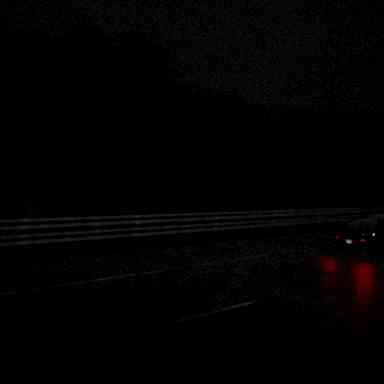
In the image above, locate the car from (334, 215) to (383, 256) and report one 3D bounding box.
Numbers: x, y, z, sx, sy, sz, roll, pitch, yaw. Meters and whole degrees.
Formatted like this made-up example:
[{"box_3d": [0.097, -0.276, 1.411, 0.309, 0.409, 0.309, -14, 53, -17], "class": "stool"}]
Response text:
[{"box_3d": [7.696, 1.655, 13.629, 4.674, 1.442, 1.812, 0, 0, -35], "class": "car"}]
